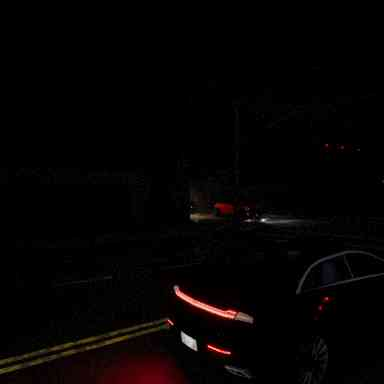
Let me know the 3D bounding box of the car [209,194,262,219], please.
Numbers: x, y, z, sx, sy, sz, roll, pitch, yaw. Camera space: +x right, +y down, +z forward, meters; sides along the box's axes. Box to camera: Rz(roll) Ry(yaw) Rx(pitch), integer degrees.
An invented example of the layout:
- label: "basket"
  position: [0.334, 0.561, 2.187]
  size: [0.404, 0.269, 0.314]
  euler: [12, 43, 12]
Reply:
- label: "car"
  position: [4.011, 1.352, 29.287]
  size: [2.097, 1.767, 4.553]
  euler: [0, 0, -37]

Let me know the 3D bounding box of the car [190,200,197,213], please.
- label: "car"
  position: [-1.722, 1.221, 36.978]
  size: [2.150, 2.045, 5.566]
  euler: [0, 0, -37]

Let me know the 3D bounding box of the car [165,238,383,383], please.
- label: "car"
  position: [1.942, 1.492, 5.209]
  size: [4.902, 1.511, 2.128]
  euler: [0, 0, -35]
